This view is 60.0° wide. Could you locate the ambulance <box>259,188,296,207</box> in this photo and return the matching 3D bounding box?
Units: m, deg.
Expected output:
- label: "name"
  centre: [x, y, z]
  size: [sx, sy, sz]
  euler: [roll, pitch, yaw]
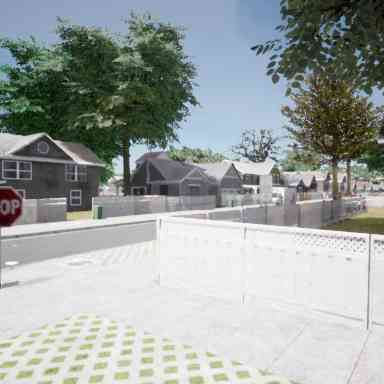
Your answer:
- label: "ambulance"
  centre: [9.785, 0.786, 37.861]
  size: [2.351, 2.431, 6.366]
  euler: [0, 0, 35]
